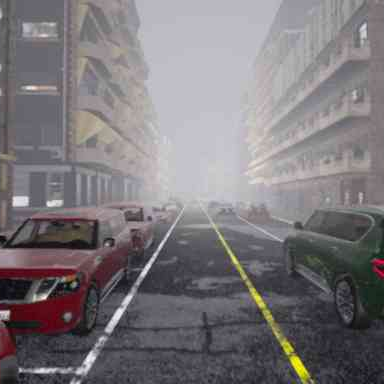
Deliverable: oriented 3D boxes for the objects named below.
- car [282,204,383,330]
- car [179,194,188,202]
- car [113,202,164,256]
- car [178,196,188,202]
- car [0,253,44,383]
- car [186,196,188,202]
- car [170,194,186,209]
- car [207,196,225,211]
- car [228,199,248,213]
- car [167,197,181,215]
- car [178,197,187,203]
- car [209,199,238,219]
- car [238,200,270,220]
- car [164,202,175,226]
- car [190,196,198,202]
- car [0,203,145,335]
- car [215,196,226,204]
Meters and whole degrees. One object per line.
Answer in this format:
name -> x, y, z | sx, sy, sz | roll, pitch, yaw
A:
car -> 3.607, 1.260, 7.084 | 2.150, 2.045, 5.566 | 0, 0, 0
car -> -2.057, 1.462, 84.601 | 2.192, 1.841, 5.009 | 1, 0, 0
car -> -2.490, 1.327, 12.465 | 2.192, 1.841, 5.009 | 1, 0, 0
car -> -2.094, 1.688, 79.052 | 2.008, 1.369, 4.403 | 1, 0, 0
car -> -2.559, 1.429, 1.367 | 1.967, 1.590, 4.097 | 1, 0, 0
car -> -2.228, 1.648, 56.856 | 2.008, 1.369, 4.403 | 1, 0, 0
car -> -2.290, 1.392, 45.758 | 2.192, 1.841, 5.009 | 1, 0, 0
car -> 3.019, 1.579, 43.310 | 1.882, 1.535, 5.008 | 0, 0, 1
car -> 5.554, 1.636, 40.352 | 1.752, 1.417, 4.829 | 1, 0, 0
car -> -2.361, 1.581, 34.490 | 1.752, 1.417, 4.829 | 1, 0, 0
car -> -2.128, 1.710, 73.502 | 1.802, 1.307, 4.206 | 1, 0, 0
car -> 2.963, 1.624, 30.391 | 2.033, 1.411, 5.357 | 0, 0, 1
car -> 5.488, 1.529, 29.085 | 1.967, 1.590, 4.097 | 1, 0, 0
car -> -2.428, 1.616, 23.562 | 1.802, 1.307, 4.206 | 1, 0, 0
car -> 0.465, 1.699, 78.721 | 2.033, 1.411, 5.357 | 0, 0, 1
car -> -2.523, 1.315, 6.916 | 2.192, 1.841, 5.009 | 1, 0, 0
car -> 5.721, 1.602, 67.928 | 1.967, 1.590, 4.097 | 1, 0, 0
